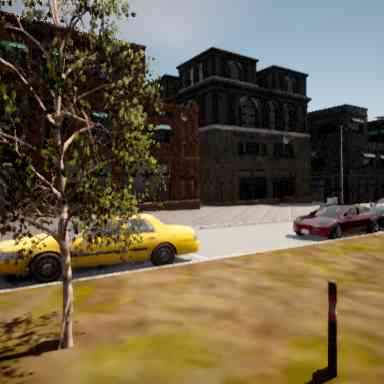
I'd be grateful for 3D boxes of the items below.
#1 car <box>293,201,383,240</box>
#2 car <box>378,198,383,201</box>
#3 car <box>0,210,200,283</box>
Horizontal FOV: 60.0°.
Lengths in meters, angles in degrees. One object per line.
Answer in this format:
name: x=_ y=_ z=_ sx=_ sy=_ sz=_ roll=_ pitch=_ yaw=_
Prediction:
car: x=6.817 y=1.297 z=15.476 sx=4.792 sy=1.488 sz=2.163 roll=0 pitch=1 yaw=-33
car: x=11.362 y=1.101 z=18.754 sx=4.553 sy=1.767 sz=2.185 roll=0 pitch=0 yaw=-33
car: x=-2.326 y=1.257 z=8.925 sx=5.366 sy=1.575 sz=1.946 roll=1 pitch=0 yaw=-33
